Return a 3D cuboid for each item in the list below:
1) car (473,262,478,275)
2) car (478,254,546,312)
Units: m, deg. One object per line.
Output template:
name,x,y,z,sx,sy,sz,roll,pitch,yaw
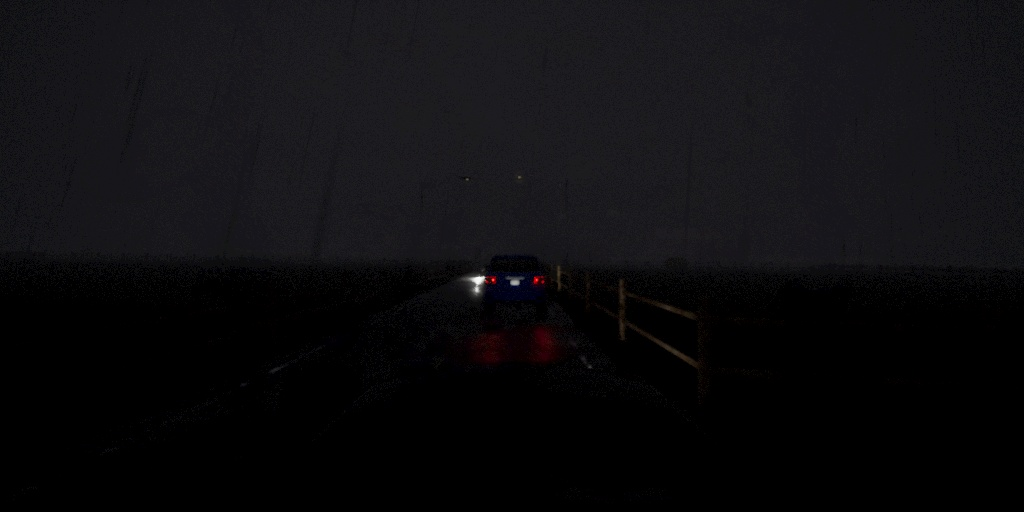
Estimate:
car,-2.827,1.147,36.821,2.128,1.511,4.902,0,0,0
car,0.100,0.937,14.110,2.150,2.045,5.566,0,0,0
